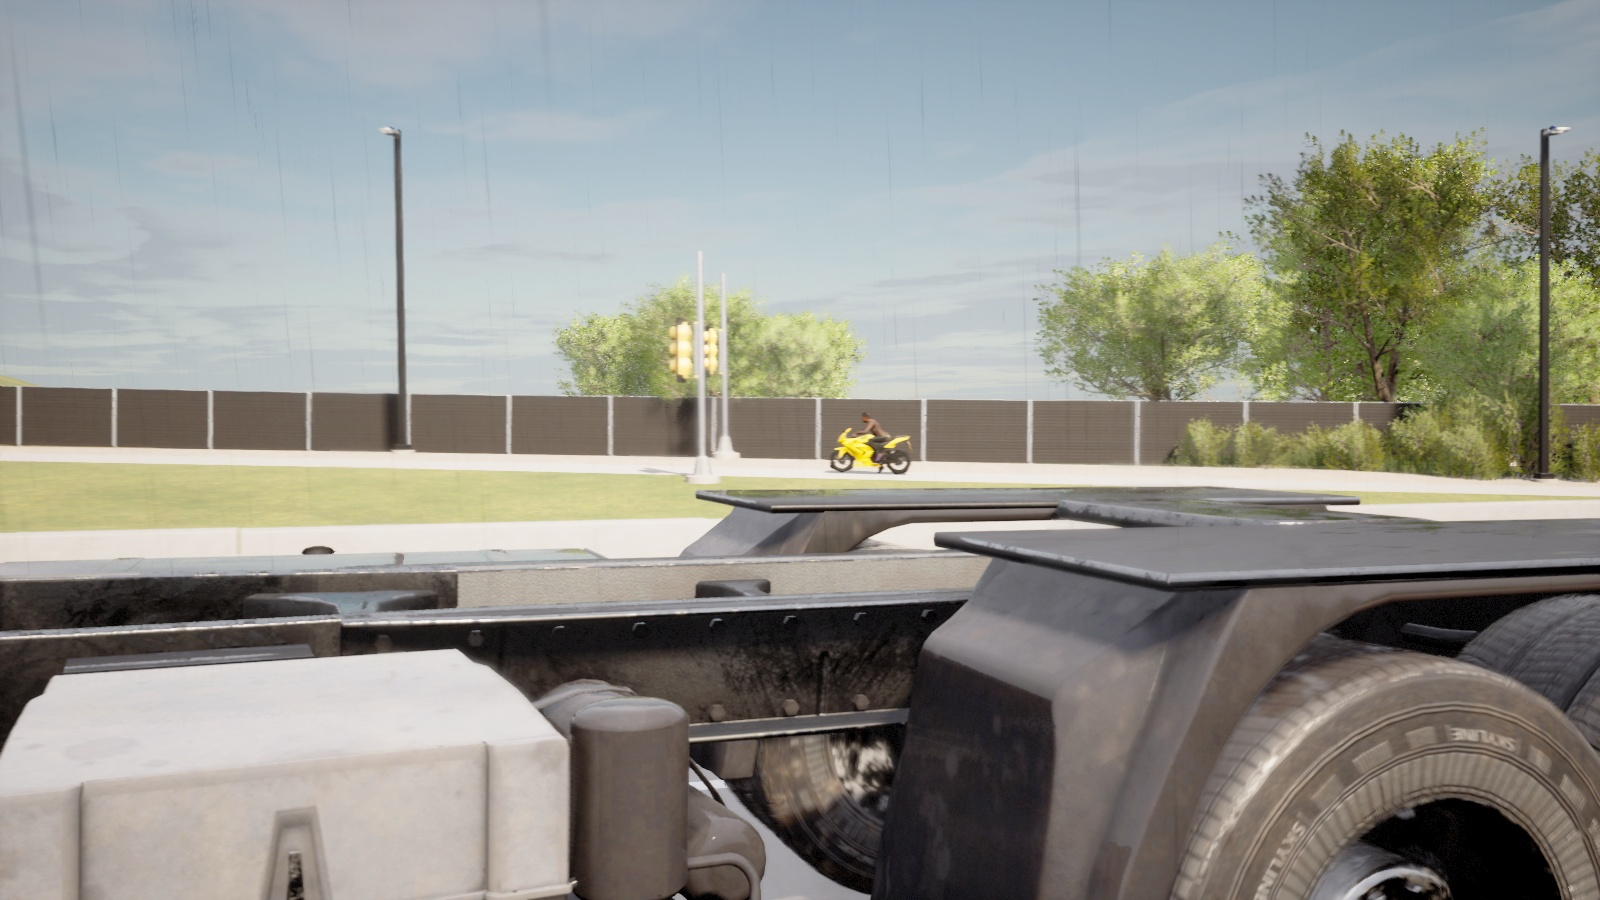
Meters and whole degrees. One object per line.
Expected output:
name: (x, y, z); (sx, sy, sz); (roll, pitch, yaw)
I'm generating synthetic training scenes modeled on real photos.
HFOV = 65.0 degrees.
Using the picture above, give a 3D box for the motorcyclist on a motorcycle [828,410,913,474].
motorcyclist on a motorcycle: (1.736, -0.207, 30.773); (2.044, 1.523, 0.797); (0, 2, 6)

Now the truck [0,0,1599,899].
truck: (-0.799, -0.223, 2.924); (7.936, 3.462, 2.891); (-1, 1, -21)
